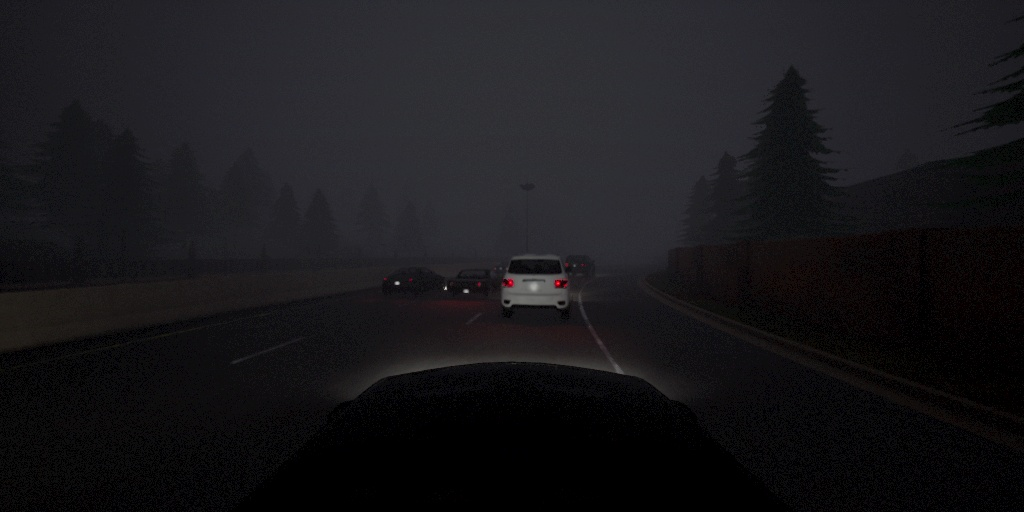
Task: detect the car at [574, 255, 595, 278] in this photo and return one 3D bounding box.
[{"bbox_3d":[6.374,0.938,33.519,2.150,2.045,5.566,0,0,21],"label":"car"}]

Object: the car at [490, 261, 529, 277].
[{"bbox_3d":[-0.130,1.224,36.121,2.033,1.411,5.357,0,0,22],"label":"car"}]

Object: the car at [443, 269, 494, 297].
[{"bbox_3d":[-1.663,1.306,18.420,1.895,1.301,4.718,0,0,11],"label":"car"}]

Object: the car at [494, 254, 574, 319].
[{"bbox_3d":[0.991,0.953,13.051,2.150,2.045,5.566,0,0,8],"label":"car"}]

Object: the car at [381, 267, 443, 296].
[{"bbox_3d":[-5.066,1.250,18.926,1.994,1.385,4.181,0,0,10],"label":"car"}]
